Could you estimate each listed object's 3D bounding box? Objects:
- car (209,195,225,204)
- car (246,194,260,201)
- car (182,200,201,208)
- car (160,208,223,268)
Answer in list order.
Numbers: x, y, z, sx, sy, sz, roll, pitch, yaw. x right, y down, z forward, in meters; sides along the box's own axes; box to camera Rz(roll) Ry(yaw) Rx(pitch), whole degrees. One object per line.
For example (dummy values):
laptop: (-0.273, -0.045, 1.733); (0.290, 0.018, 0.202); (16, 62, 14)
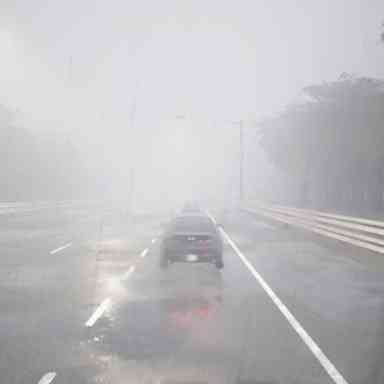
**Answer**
car: (4.767, 1.323, 63.496); (2.097, 1.767, 4.553); (0, 0, 20)
car: (15.656, 1.246, 84.775); (2.097, 1.767, 4.553); (0, 0, 38)
car: (-0.054, 1.546, 33.974); (2.033, 1.411, 5.357); (0, 0, 0)
car: (-0.017, 1.505, 11.274); (1.837, 1.490, 4.892); (0, 0, 0)
